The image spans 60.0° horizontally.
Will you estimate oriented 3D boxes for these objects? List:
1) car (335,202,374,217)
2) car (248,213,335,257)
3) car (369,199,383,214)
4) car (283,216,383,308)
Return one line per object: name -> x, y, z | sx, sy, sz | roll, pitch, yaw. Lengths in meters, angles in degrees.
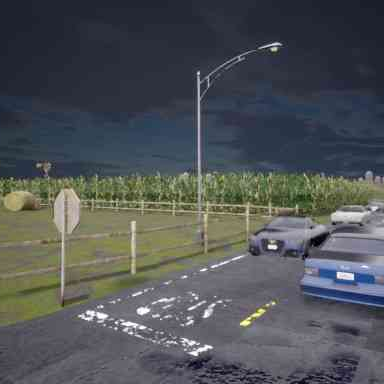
car -> 10.919, 1.616, 22.733 | 1.895, 1.301, 4.718 | -1, 0, 35
car -> 3.713, 1.586, 12.353 | 1.994, 1.385, 4.181 | -1, 0, 34
car -> 19.469, 1.492, 34.957 | 2.128, 1.511, 4.902 | -1, 0, 35
car -> 4.172, 1.548, 8.011 | 2.033, 1.411, 5.357 | -1, 0, 35
